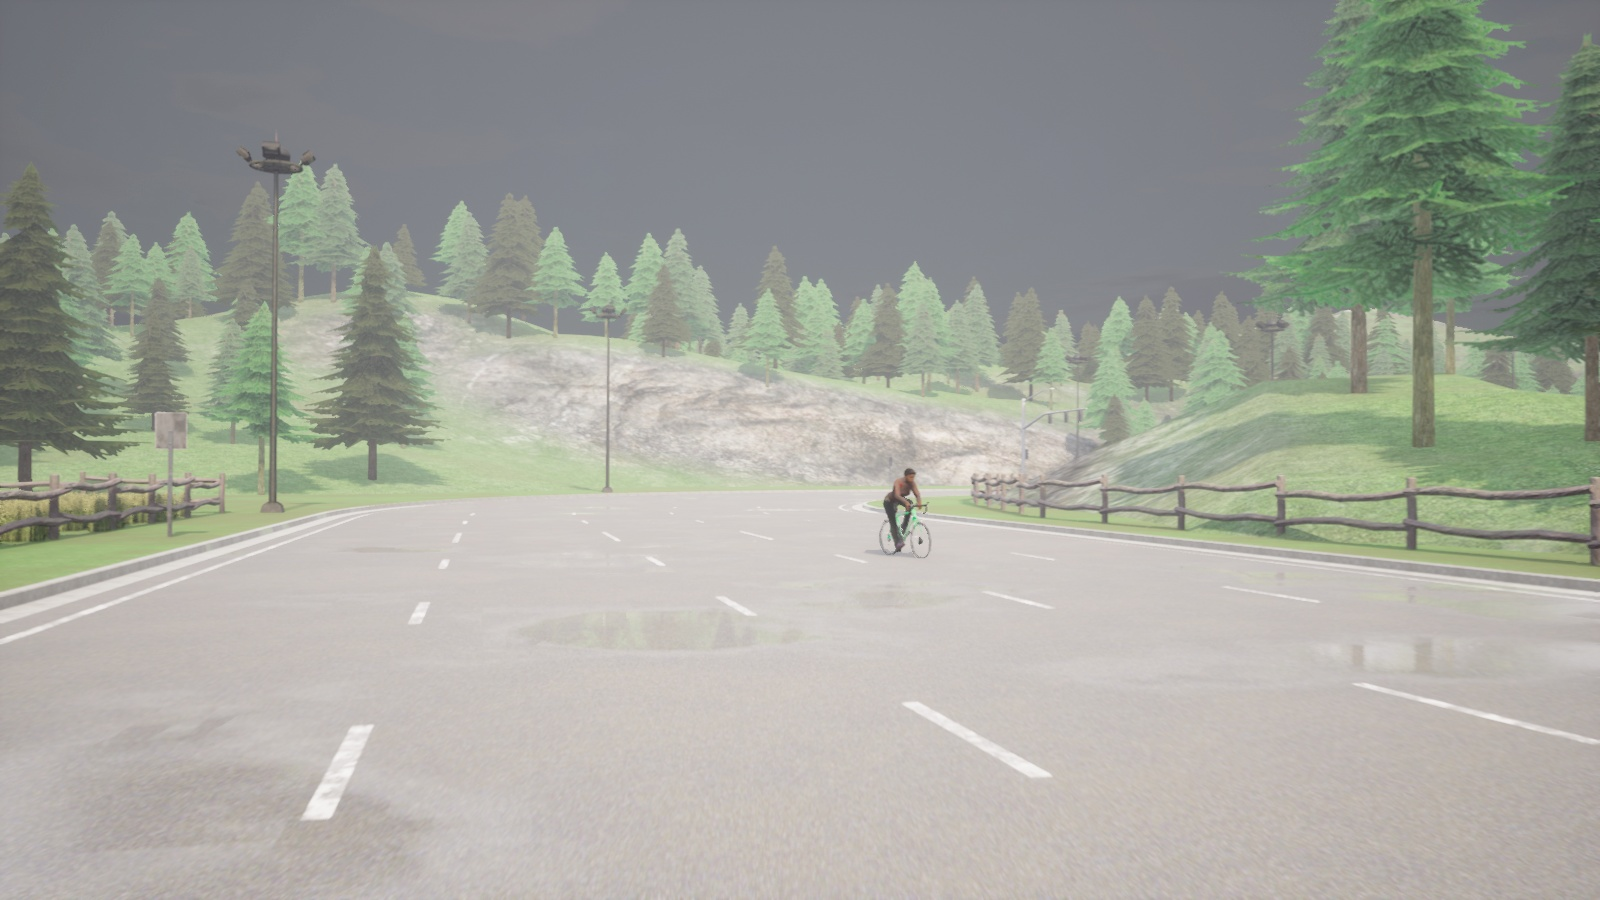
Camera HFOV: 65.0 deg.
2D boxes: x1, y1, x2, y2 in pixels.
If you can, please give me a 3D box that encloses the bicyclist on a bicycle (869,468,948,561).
[{"bbox_3d":[1.955,1.141,22.847,0.582,1.620,1.656,-1,0,-30],"label":"bicyclist on a bicycle"}]
